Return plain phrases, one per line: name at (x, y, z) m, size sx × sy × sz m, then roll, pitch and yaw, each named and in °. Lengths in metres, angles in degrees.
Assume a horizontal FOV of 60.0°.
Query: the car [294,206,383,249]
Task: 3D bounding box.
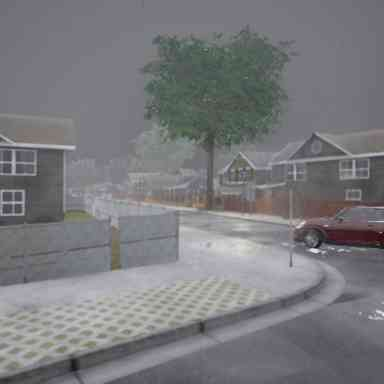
car at (6.424, 1.342, 13.085) m, size 4.553 × 1.767 × 2.097 m, roll 1°, pitch -1°, yaw 29°
